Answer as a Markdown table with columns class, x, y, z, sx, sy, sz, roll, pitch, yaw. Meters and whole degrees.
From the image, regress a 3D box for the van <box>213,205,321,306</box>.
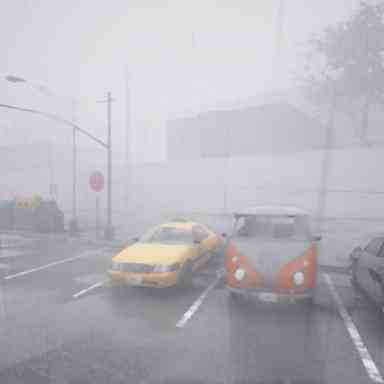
| class | x | y | z | sx | sy | sz | roll | pitch | yaw |
| --- | --- | --- | --- | --- | --- | --- | --- | --- | --- |
| van | 1.930 | 1.302 | 7.977 | 1.878 | 1.987 | 4.442 | 0 | -1 | 16 |

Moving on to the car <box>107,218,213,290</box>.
| class | x | y | z | sx | sy | sz | roll | pitch | yaw |
| --- | --- | --- | --- | --- | --- | --- | --- | --- | --- |
| car | -0.514 | 1.561 | 9.642 | 1.946 | 1.575 | 5.366 | 0 | -1 | 16 |

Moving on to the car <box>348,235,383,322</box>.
| class | x | y | z | sx | sy | sz | roll | pitch | yaw |
| --- | --- | --- | --- | --- | --- | --- | --- | --- | --- |
| car | 4.390 | 1.522 | 6.381 | 2.163 | 1.488 | 4.792 | -1 | -1 | 16 |
